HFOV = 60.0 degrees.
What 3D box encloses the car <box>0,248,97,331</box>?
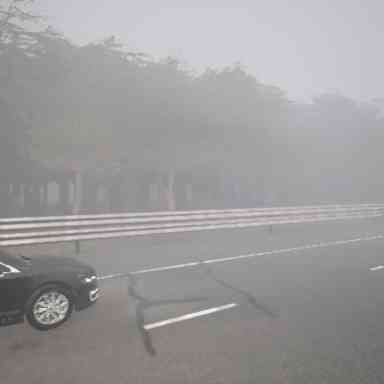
[{"bbox_3d":[-3.990,1.484,5.239,4.892,1.490,1.837,0,0,-35],"label":"car"}]
